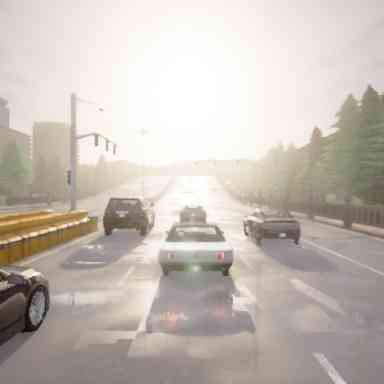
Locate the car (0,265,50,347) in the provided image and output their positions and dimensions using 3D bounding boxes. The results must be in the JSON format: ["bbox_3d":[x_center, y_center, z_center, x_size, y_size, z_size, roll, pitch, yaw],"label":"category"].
[{"bbox_3d":[-3.403,1.506,3.914,1.837,1.490,4.892,0,0,0],"label":"car"}]

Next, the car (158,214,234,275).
[{"bbox_3d":[0.098,1.607,10.437,1.895,1.301,4.718,0,0,0],"label":"car"}]

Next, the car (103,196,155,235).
[{"bbox_3d":[-3.404,1.234,18.858,2.150,2.045,5.566,0,0,0],"label":"car"}]

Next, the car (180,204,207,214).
[{"bbox_3d":[0.094,1.580,25.561,1.994,1.385,4.181,0,0,0],"label":"car"}]

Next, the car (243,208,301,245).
[{"bbox_3d":[3.594,1.502,15.628,2.128,1.511,4.902,0,0,0],"label":"car"}]
